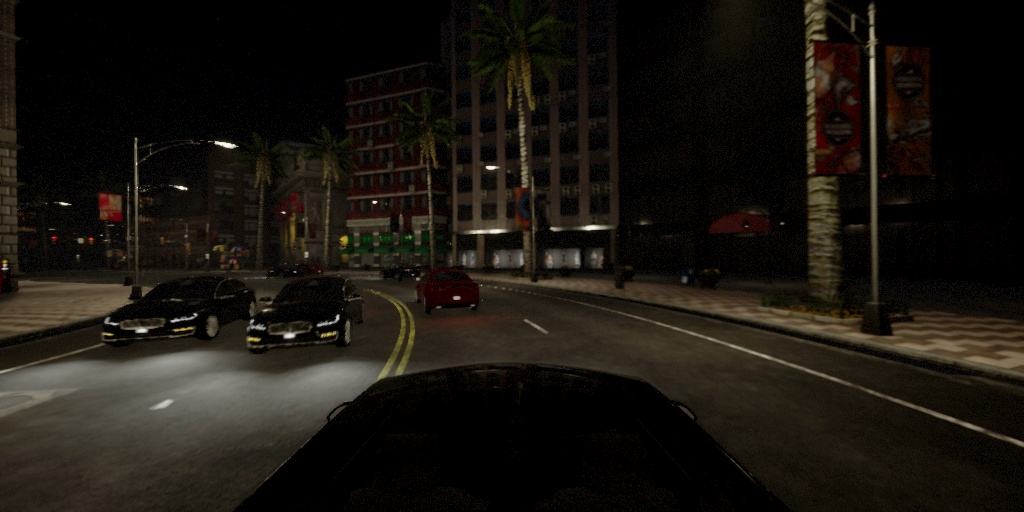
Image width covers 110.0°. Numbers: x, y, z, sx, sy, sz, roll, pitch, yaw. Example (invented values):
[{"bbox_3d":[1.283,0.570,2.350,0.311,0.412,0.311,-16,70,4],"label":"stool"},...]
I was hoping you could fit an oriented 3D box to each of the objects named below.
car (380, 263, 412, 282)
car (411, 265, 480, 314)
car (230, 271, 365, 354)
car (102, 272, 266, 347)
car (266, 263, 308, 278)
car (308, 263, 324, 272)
[{"bbox_3d":[-9.649,1.351,30.747,2.128,1.511,4.902,-1,0,-43],"label":"car"},{"bbox_3d":[-2.710,1.258,14.279,1.882,1.535,5.008,0,0,-20],"label":"car"},{"bbox_3d":[-4.978,1.312,9.257,1.837,1.490,4.892,-1,0,-16],"label":"car"},{"bbox_3d":[-8.789,1.353,10.009,1.837,1.490,4.892,-1,0,-20],"label":"car"},{"bbox_3d":[-23.539,1.581,36.983,4.181,1.385,1.994,-1,0,29],"label":"car"},{"bbox_3d":[-23.356,1.540,40.779,4.674,1.442,1.812,-1,0,28],"label":"car"}]
